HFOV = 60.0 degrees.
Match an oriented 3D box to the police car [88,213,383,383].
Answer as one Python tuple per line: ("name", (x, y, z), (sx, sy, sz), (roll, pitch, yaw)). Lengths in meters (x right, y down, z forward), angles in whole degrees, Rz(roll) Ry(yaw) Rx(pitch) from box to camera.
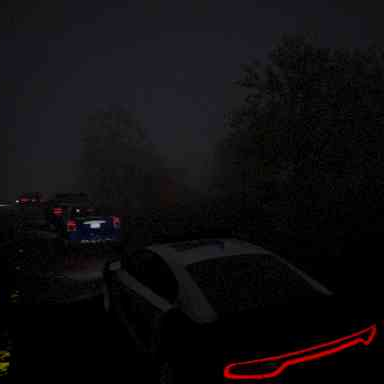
("police car", (-0.034, 1.326, 4.772), (1.930, 1.638, 5.238), (-2, 1, -25))

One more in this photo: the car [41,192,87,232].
("car", (-7.137, 1.047, 19.106), (2.150, 2.045, 5.566), (-2, 1, -27))

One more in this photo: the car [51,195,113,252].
("car", (-4.378, 1.202, 13.678), (2.097, 1.767, 4.553), (-2, 1, -27))

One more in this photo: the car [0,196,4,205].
("car", (-32.188, 1.379, 54.971), (2.033, 1.411, 5.357), (-2, 1, -32))

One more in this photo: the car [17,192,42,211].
("car", (-18.002, 0.997, 37.359), (2.150, 2.045, 5.566), (-2, 1, -30))

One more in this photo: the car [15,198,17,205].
("car", (-24.906, 1.247, 49.132), (1.837, 1.490, 4.892), (-2, 1, -32))
